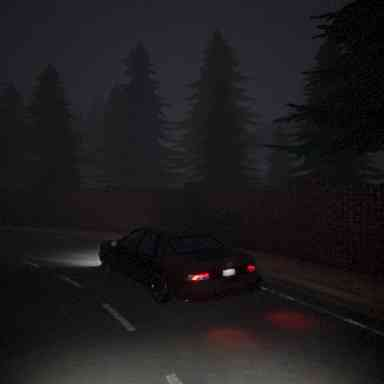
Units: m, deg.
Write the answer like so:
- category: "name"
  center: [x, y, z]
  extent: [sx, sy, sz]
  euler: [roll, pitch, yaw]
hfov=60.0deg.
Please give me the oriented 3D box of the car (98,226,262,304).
- category: "car"
  center: [-0.696, 1.568, 8.358]
  extent: [2.033, 1.411, 5.357]
  euler: [0, 0, -34]
